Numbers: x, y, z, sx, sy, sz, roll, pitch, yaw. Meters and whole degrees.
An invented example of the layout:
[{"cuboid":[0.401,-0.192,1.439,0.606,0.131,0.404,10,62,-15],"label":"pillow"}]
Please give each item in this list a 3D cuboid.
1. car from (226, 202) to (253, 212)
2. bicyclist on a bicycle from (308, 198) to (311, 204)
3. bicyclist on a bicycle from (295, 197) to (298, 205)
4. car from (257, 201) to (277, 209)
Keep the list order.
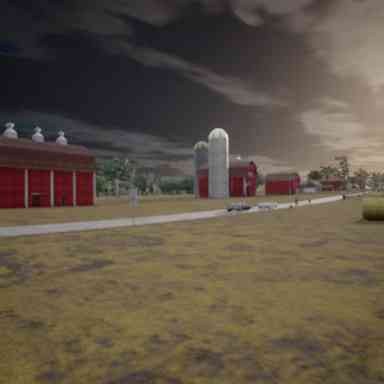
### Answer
[{"cuboid":[6.863,2.118,48.148,2.033,1.411,5.357,-1,0,36],"label":"car"},{"cuboid":[26.185,1.795,74.212,0.866,1.612,1.509,-1,0,35],"label":"bicyclist on a bicycle"},{"cuboid":[20.991,1.907,66.870,0.582,1.620,1.656,-1,0,35],"label":"bicyclist on a bicycle"},{"cuboid":[12.956,2.132,56.828,1.895,1.301,4.718,-1,0,35],"label":"car"}]
